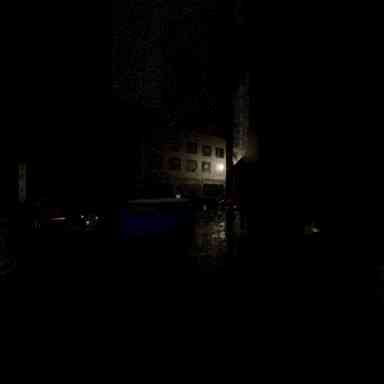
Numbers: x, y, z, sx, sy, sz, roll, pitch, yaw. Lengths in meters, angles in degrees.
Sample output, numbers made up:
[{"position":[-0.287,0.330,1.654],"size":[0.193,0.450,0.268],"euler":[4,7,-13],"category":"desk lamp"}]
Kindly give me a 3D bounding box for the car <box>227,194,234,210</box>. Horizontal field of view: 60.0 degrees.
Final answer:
[{"position":[4.672,0.940,34.136],"size":[2.097,1.767,4.553],"euler":[0,1,35],"category":"car"}]

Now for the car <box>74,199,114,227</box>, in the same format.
[{"position":[-4.476,1.330,21.306],"size":[2.033,1.411,5.357],"euler":[1,1,35],"category":"car"}]

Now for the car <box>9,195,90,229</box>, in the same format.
[{"position":[-8.360,1.114,20.420],"size":[2.192,1.841,5.009],"euler":[1,2,35],"category":"car"}]

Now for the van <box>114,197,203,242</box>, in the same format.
[{"position":[-1.417,1.203,15.475],"size":[1.690,1.788,3.998],"euler":[1,1,35],"category":"van"}]

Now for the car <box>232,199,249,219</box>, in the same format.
[{"position":[5.090,1.275,24.614],"size":[2.008,1.369,4.403],"euler":[1,2,35],"category":"car"}]

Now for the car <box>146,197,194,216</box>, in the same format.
[{"position":[-1.853,1.206,29.561],"size":[1.887,1.381,4.507],"euler":[1,2,35],"category":"car"}]

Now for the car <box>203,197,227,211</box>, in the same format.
[{"position":[1.401,1.158,34.130],"size":[1.947,1.339,4.313],"euler":[1,2,35],"category":"car"}]
